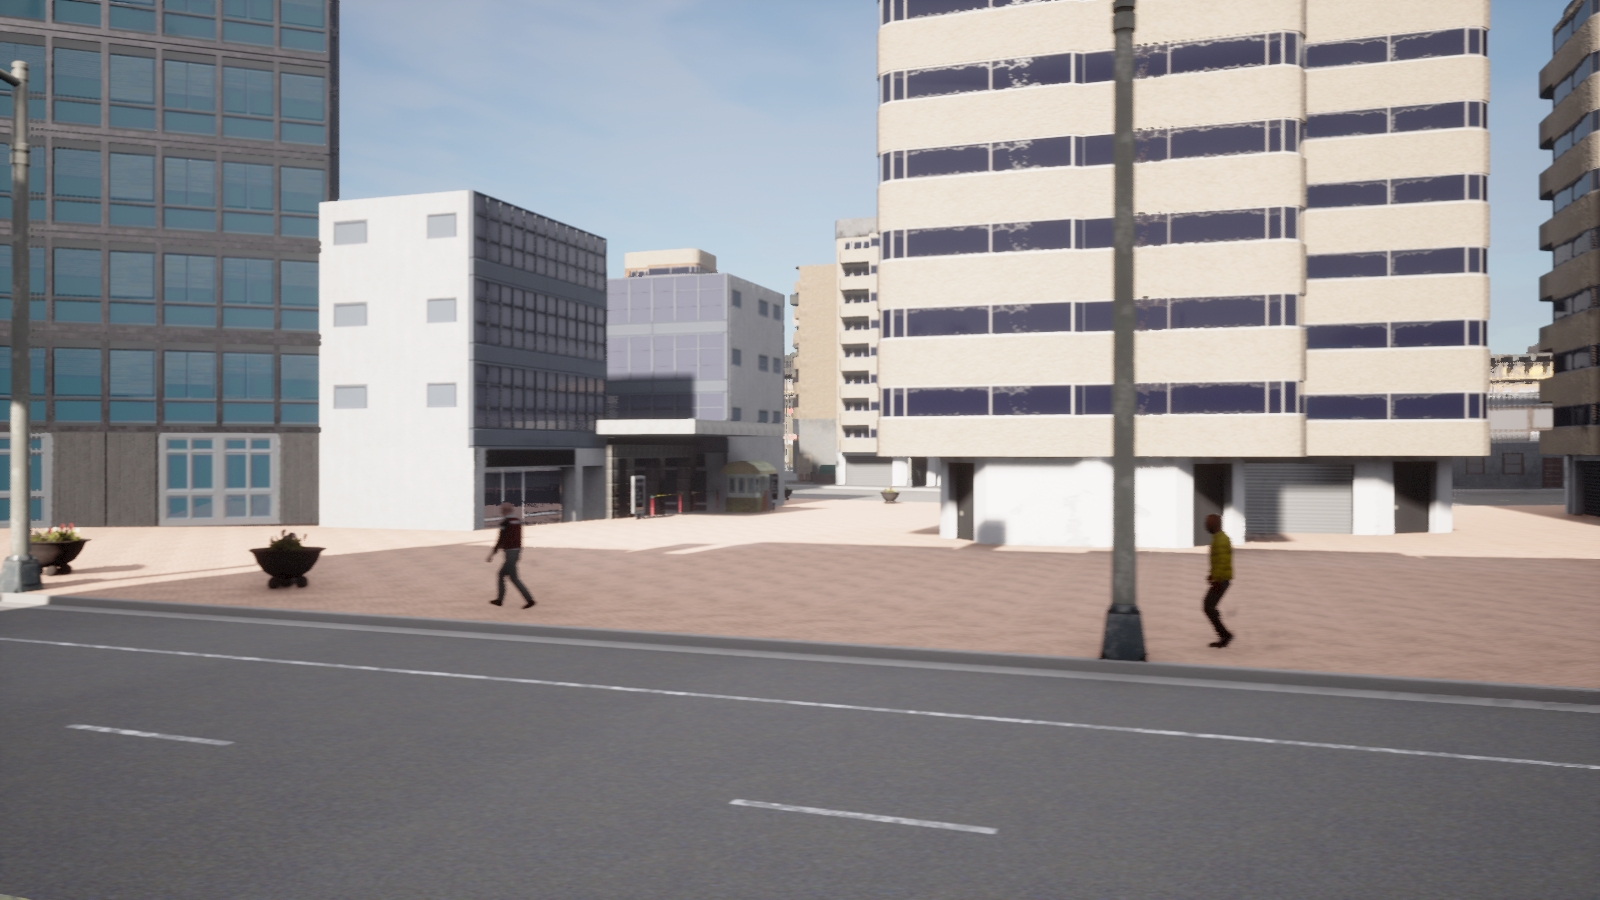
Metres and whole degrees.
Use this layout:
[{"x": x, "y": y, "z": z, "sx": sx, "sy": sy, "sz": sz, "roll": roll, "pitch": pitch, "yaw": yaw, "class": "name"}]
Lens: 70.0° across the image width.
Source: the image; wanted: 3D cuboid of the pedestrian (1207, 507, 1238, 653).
[{"x": 5.571, "y": 1.696, "z": 15.062, "sx": 0.375, "sy": 1.860, "sz": 0.375, "roll": 0, "pitch": 0, "yaw": 22, "class": "pedestrian"}]

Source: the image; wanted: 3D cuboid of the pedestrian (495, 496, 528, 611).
[{"x": -4.766, "y": 1.698, "z": 18.897, "sx": 0.375, "sy": 1.860, "sz": 0.375, "roll": 0, "pitch": 0, "yaw": 20, "class": "pedestrian"}]
